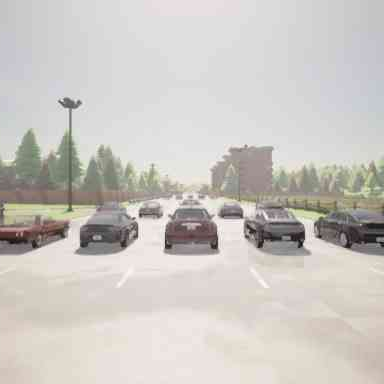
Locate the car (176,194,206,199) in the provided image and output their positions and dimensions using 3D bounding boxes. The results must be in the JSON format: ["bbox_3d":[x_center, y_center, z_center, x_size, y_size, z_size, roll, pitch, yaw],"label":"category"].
[{"bbox_3d":[-0.108,1.363,29.647,2.097,1.767,4.553,0,0,0],"label":"car"}]

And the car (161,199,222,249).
[{"bbox_3d":[-0.031,1.363,14.647,2.097,1.767,4.553,0,0,0],"label":"car"}]

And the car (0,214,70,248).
[{"bbox_3d":[-7.031,1.613,14.671,1.895,1.301,4.718,0,0,0],"label":"car"}]

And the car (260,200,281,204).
[{"bbox_3d":[6.892,1.514,29.713,1.837,1.490,4.892,0,0,0],"label":"car"}]

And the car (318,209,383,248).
[{"bbox_3d":[6.969,1.514,14.713,1.837,1.490,4.892,0,0,0],"label":"car"}]

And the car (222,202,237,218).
[{"bbox_3d":[3.392,1.570,29.695,1.994,1.385,4.181,0,0,0],"label":"car"}]

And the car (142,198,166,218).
[{"bbox_3d":[-3.608,1.560,29.659,2.033,1.411,5.357,0,0,0],"label":"car"}]

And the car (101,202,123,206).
[{"bbox_3d":[-7.108,1.570,29.641,1.994,1.385,4.181,0,0,0],"label":"car"}]

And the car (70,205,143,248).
[{"bbox_3d":[-3.531,1.530,14.659,1.812,1.442,4.674,0,0,0],"label":"car"}]

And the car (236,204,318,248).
[{"bbox_3d":[3.469,1.492,14.695,2.128,1.511,4.902,0,0,0],"label":"car"}]
